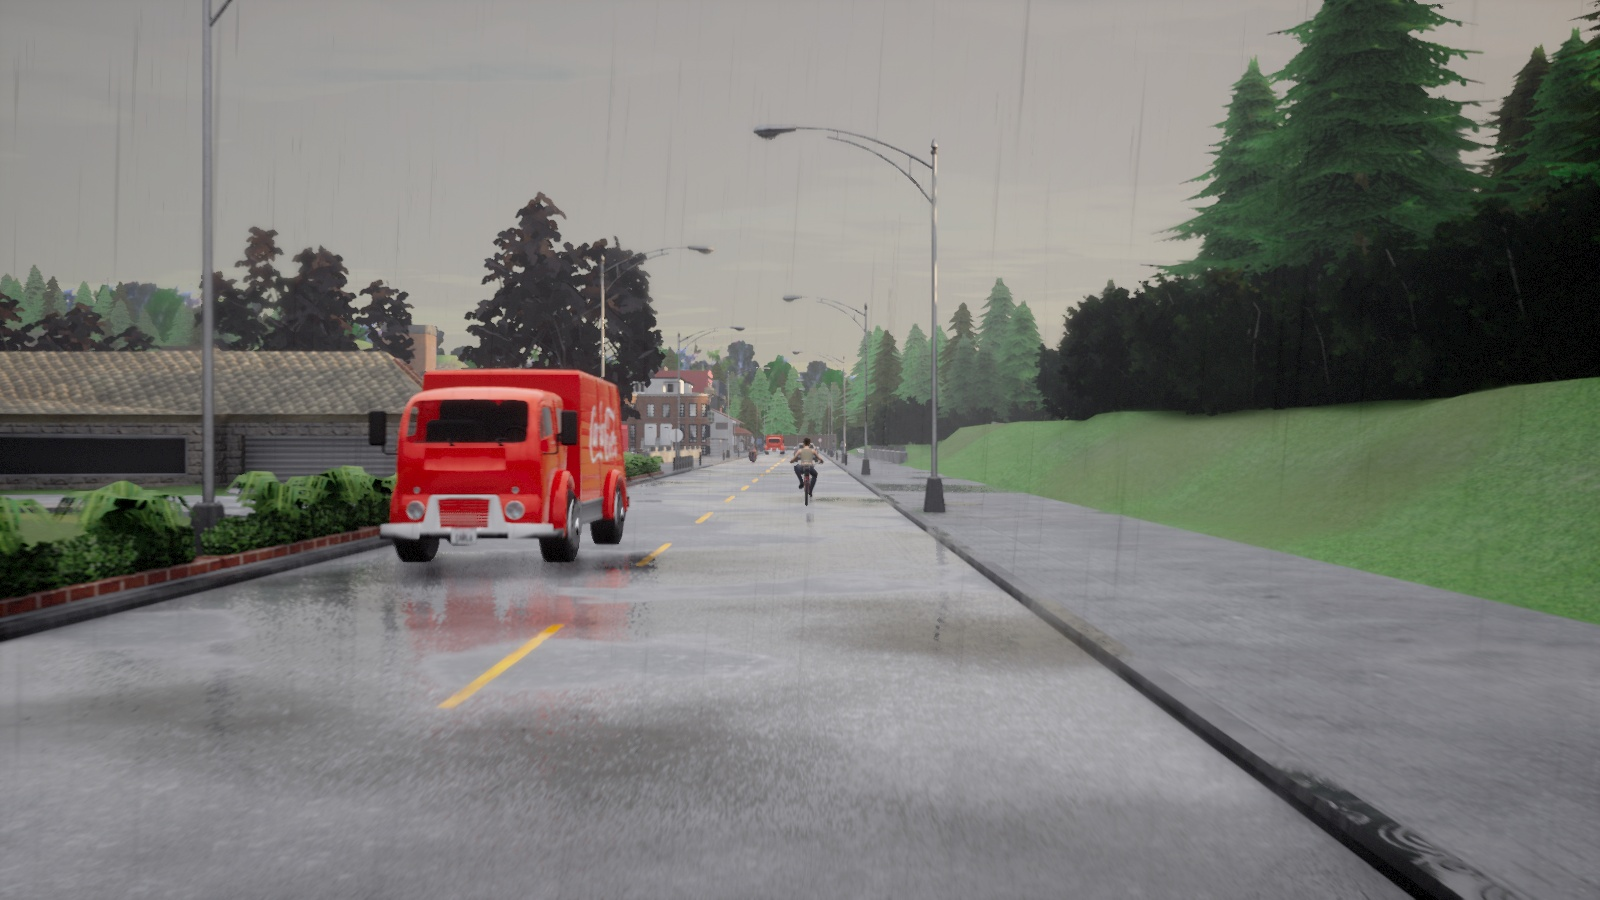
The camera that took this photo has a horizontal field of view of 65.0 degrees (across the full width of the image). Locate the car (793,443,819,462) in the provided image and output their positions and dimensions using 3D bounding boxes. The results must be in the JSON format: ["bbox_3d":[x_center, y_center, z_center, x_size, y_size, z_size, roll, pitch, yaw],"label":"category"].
[{"bbox_3d":[0.481,0.165,96.941,1.970,1.475,3.806,0,0,0],"label":"car"}]

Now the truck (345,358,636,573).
[{"bbox_3d":[-3.891,0.161,17.004,2.627,2.467,5.204,0,0,0],"label":"truck"}]

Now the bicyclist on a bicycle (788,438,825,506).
[{"bbox_3d":[0.166,0.511,30.471,0.866,1.612,1.509,0,0,0],"label":"bicyclist on a bicycle"}]
